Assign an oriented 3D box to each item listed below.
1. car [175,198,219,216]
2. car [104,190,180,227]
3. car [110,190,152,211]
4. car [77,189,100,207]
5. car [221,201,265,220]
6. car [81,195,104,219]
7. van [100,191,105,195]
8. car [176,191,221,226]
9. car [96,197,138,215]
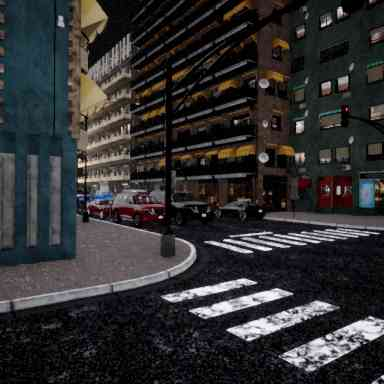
[{"bbox_3d":[0.354,1.288,29.713,1.802,1.307,4.206,2,0,-36],"label":"car"},{"bbox_3d":[-3.192,1.033,20.322,2.192,1.841,5.009,2,0,-36],"label":"car"},{"bbox_3d":[-6.450,0.789,34.697,2.150,2.045,5.566,1,0,-36],"label":"car"},{"bbox_3d":[-12.900,0.669,38.187,2.150,2.045,5.566,1,0,-35],"label":"car"},{"bbox_3d":[3.616,1.353,25.197,1.947,1.339,4.313,2,0,-36],"label":"car"},{"bbox_3d":[-6.461,1.182,24.838,1.887,1.381,4.507,2,0,-36],"label":"car"},{"bbox_3d":[-12.688,0.726,47.776,1.690,1.788,3.998,2,0,-36],"label":"van"},{"bbox_3d":[-0.920,0.966,21.572,2.150,2.045,5.566,1,0,-36],"label":"car"},{"bbox_3d":[-6.744,1.201,29.635,1.895,1.301,4.718,1,0,-36],"label":"car"}]
